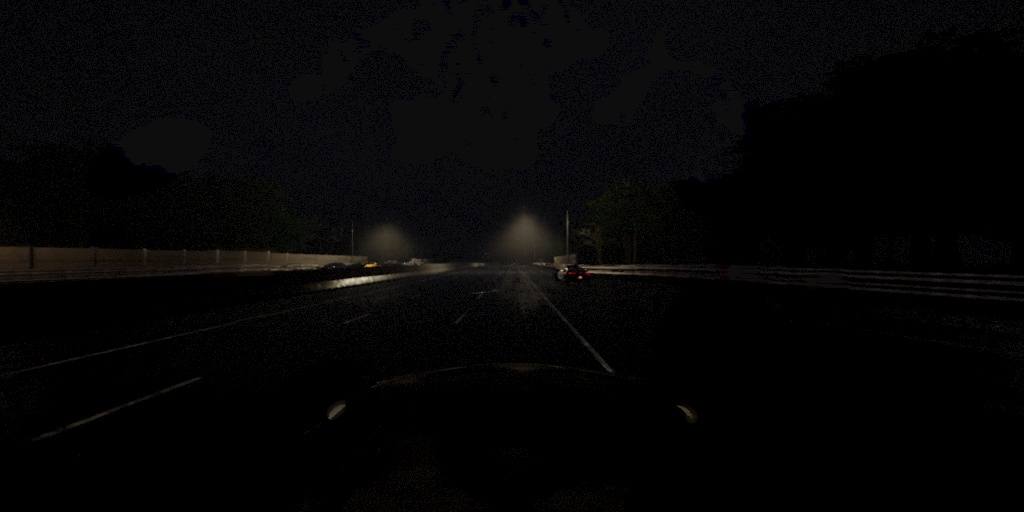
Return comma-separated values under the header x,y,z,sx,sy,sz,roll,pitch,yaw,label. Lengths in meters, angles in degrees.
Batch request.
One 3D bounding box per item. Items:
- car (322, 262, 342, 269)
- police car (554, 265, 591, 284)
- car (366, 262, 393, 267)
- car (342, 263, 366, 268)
x,y,z,sx,sy,sz,roll,pitch,yaw,label
-28.010,1.782,56.658,2.097,1.767,4.553,0,-1,0,car
5.085,1.593,31.013,2.038,1.542,4.974,-1,-1,-9,police car
-21.024,1.999,57.099,1.994,1.385,4.181,0,-1,0,car
-24.516,1.937,56.934,1.837,1.490,4.892,0,-1,0,car
